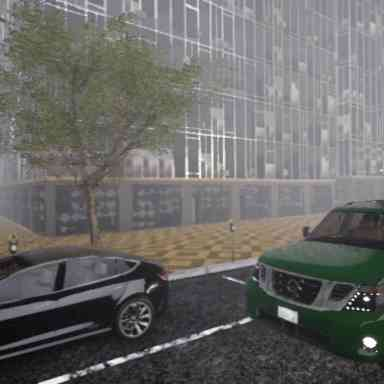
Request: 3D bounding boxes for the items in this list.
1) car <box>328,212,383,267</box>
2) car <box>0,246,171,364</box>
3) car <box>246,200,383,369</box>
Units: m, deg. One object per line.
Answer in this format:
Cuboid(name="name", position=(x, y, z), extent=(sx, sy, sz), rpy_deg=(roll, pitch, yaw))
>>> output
Cuboid(name="car", position=(6.904, 1.486, 11.497), extent=(4.403, 1.369, 2.008), rpy_deg=(0, 0, -36))
Cuboid(name="car", position=(-2.349, 1.561, 4.894), extent=(4.313, 1.339, 1.947), rpy_deg=(0, 0, -36))
Cuboid(name="car", position=(3.471, 1.188, 5.837), extent=(5.566, 2.045, 2.150), rpy_deg=(-1, 0, -35))
